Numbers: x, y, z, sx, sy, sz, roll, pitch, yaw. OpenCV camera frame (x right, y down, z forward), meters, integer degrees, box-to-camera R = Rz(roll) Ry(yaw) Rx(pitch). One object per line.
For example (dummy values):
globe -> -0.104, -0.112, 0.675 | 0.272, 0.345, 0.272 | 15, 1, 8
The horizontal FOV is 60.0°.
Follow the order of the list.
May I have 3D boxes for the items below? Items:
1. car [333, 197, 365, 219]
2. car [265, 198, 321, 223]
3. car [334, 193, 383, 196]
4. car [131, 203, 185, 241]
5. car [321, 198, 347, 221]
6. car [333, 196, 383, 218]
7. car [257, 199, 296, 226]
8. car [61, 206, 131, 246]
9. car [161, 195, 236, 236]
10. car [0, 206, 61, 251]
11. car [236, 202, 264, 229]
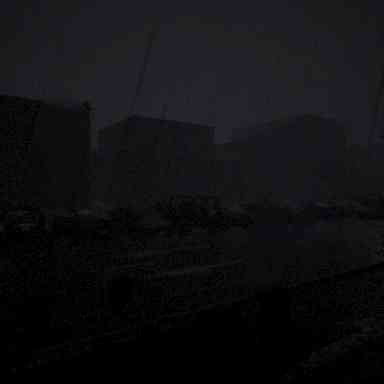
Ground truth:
car -> 10.715, 1.408, 26.520 | 2.002, 1.452, 4.674 | 0, 0, -36
car -> 6.213, 1.260, 23.338 | 2.185, 1.767, 4.553 | 0, 0, -36
car -> 15.210, 1.117, 29.707 | 2.435, 2.045, 5.566 | 0, 0, -36
car -> -2.719, 1.462, 16.867 | 2.163, 1.488, 4.792 | 0, 0, -36
car -> 8.477, 1.374, 24.914 | 2.097, 1.535, 5.008 | 0, 0, -36
car -> 13.063, 1.360, 27.977 | 1.946, 1.575, 5.366 | 0, 0, -36
car -> 3.973, 1.426, 21.731 | 2.163, 1.488, 4.792 | 0, 0, -36
car -> -4.974, 1.447, 15.281 | 2.097, 1.535, 5.008 | 0, 0, -36
car -> -0.511, 1.169, 18.519 | 2.435, 2.045, 5.566 | 0, 0, -36
car -> -7.201, 1.337, 13.655 | 2.185, 1.767, 4.553 | 0, 0, -36
car -> 1.750, 1.448, 20.100 | 2.002, 1.452, 4.674 | 0, 0, -36
